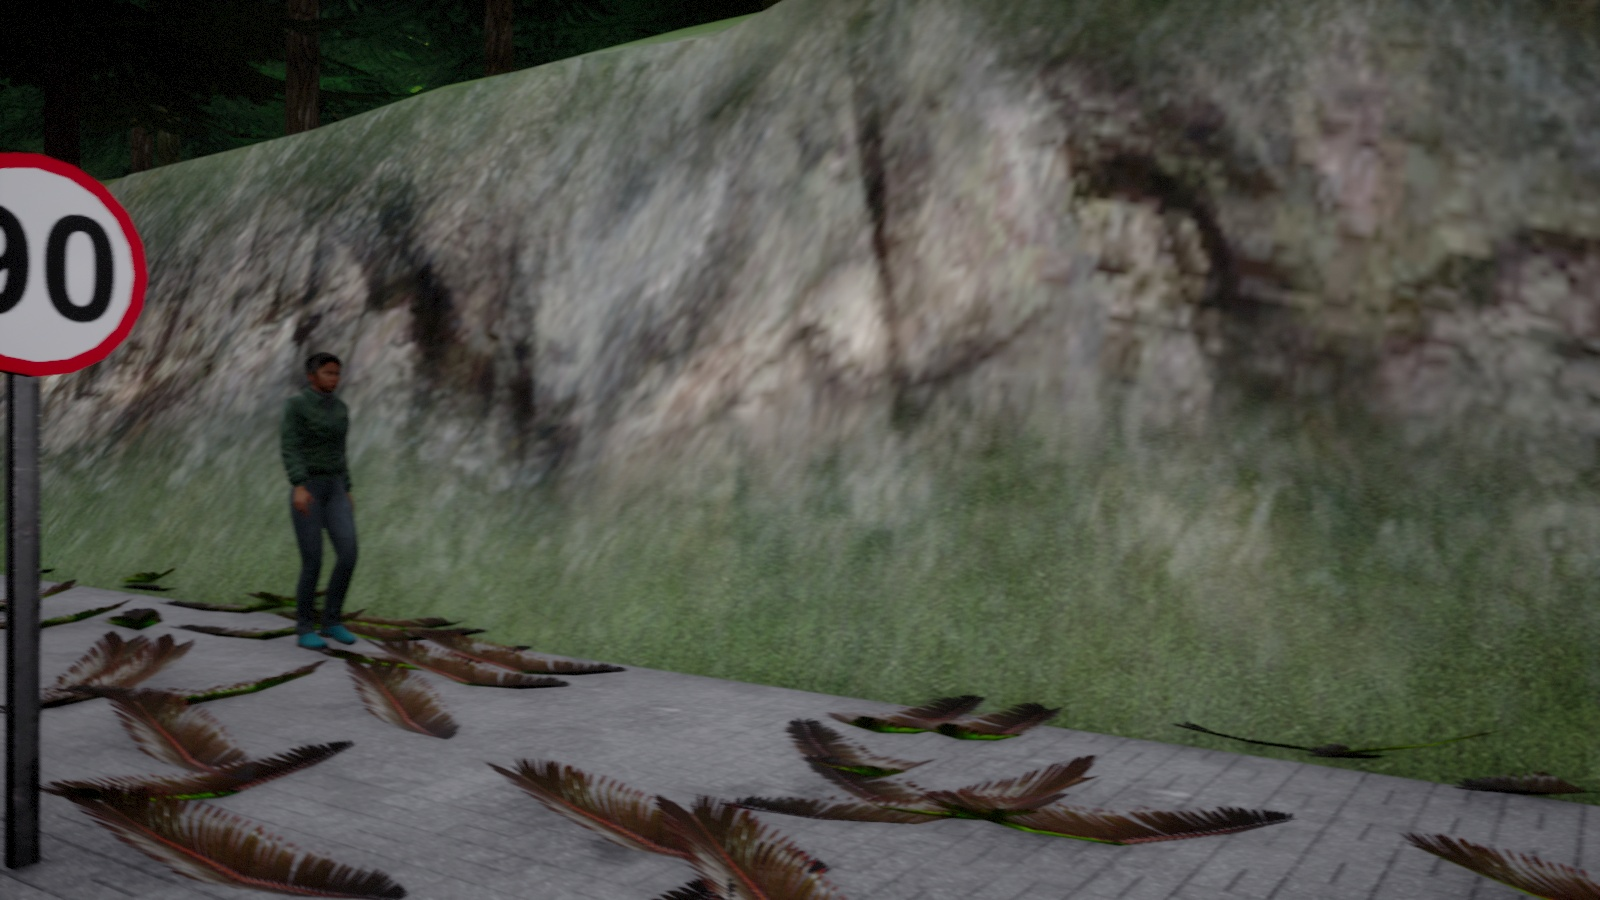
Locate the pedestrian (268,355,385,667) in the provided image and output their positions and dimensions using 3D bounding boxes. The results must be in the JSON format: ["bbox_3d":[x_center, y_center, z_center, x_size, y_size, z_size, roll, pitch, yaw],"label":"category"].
[{"bbox_3d":[-2.913,0.358,7.720,0.614,1.847,0.353,0,1,33],"label":"pedestrian"}]
